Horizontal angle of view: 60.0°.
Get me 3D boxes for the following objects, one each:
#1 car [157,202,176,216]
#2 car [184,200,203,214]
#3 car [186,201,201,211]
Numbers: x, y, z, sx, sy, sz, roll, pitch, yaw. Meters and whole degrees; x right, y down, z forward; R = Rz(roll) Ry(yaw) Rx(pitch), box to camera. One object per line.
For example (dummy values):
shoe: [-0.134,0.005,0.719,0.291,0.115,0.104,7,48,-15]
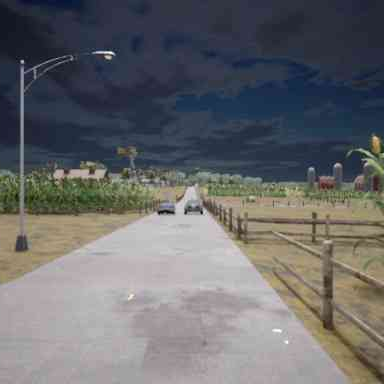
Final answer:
car: [-2.752,1.835,37.075,2.033,1.411,5.357,0,-1,0]
car: [0.192,1.667,39.060,2.097,1.767,4.553,0,-1,0]
car: [0.192,1.998,48.832,2.033,1.411,5.357,0,-1,0]
